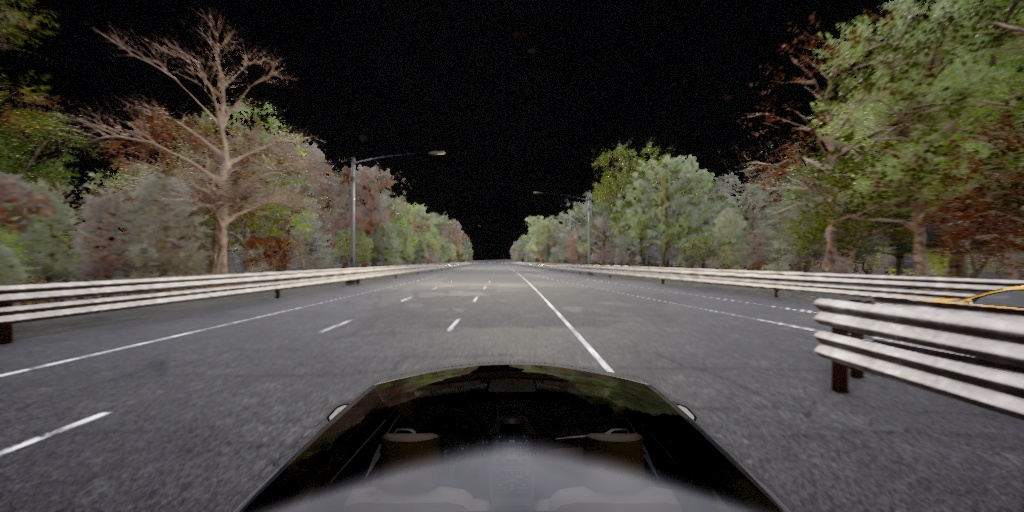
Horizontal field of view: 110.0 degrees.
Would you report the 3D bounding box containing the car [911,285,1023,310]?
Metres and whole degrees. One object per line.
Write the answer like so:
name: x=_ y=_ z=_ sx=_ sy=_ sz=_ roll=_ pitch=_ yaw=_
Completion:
car: x=11.096 y=1.321 z=7.405 sx=1.882 sy=1.535 sz=5.008 roll=0 pitch=0 yaw=-12
